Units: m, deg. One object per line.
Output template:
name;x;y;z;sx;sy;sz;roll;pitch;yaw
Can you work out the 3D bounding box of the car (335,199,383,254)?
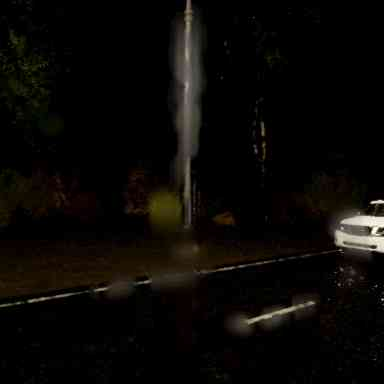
car;7.820;1.297;12.670;5.566;2.045;2.150;1;0;-35
